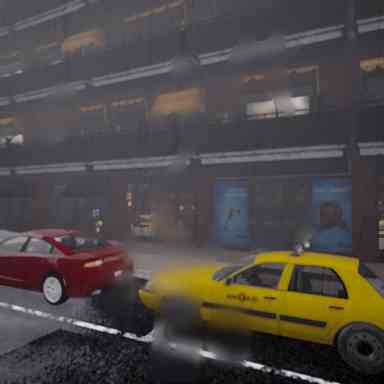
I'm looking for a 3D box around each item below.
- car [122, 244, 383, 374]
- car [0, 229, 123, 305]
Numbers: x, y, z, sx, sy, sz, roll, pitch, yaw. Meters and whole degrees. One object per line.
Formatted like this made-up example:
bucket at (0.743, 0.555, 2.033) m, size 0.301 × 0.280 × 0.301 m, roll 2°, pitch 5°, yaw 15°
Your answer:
car at (1.417, 1.537, 5.354) m, size 4.829 × 1.417 × 1.752 m, roll 0°, pitch -1°, yaw 27°
car at (-3.495, 1.540, 7.829) m, size 4.507 × 1.381 × 1.887 m, roll 0°, pitch -1°, yaw 27°
